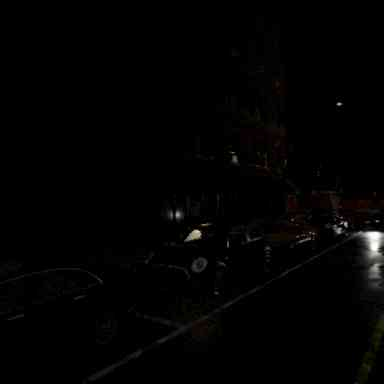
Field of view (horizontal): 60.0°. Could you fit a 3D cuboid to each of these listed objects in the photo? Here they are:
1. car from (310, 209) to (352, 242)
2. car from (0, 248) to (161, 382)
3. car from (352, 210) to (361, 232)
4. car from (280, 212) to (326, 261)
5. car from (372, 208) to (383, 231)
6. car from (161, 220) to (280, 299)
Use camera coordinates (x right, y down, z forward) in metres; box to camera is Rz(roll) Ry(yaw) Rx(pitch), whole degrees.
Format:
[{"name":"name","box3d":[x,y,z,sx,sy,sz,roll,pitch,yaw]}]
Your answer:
[{"name":"car","box3d":[6.977,1.664,17.831,1.967,1.590,4.097,-1,-1,36]},{"name":"car","box3d":[-2.658,1.653,4.366,2.008,1.369,4.403,-1,-1,36]},{"name":"car","box3d":[10.191,1.846,22.316,1.802,1.307,4.206,-1,-1,36]},{"name":"car","box3d":[3.666,1.707,13.204,1.752,1.417,4.829,-1,-1,36]},{"name":"car","box3d":[13.205,1.755,21.997,1.812,1.442,4.674,-1,-1,36]},{"name":"car","box3d":[0.552,1.582,8.856,1.967,1.590,4.097,-1,-1,36]}]
